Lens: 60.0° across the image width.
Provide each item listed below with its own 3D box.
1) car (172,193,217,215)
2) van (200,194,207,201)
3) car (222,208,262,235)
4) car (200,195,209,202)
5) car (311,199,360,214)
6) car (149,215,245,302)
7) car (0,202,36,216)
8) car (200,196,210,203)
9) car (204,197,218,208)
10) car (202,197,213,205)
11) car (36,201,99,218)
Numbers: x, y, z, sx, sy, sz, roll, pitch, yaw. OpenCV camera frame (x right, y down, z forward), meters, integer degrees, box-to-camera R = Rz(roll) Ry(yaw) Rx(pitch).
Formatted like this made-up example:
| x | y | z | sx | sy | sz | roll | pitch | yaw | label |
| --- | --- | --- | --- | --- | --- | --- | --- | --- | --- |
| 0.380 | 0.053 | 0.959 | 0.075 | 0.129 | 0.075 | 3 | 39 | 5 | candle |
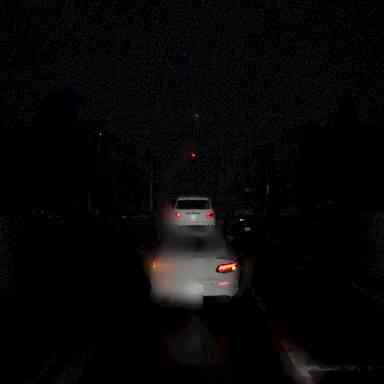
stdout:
| x | y | z | sx | sy | sz | roll | pitch | yaw | label |
| --- | --- | --- | --- | --- | --- | --- | --- | --- | --- |
| 0.089 | 1.226 | 17.913 | 2.150 | 2.045 | 5.566 | 0 | 0 | 1 | car |
| 2.893 | 1.401 | 83.909 | 1.690 | 1.788 | 3.998 | -1 | 0 | 0 | van |
| 2.681 | 1.556 | 18.269 | 2.008 | 1.369 | 4.403 | -1 | 0 | 0 | car |
| 2.877 | 1.495 | 78.377 | 1.967 | 1.590 | 4.097 | -1 | 0 | 0 | car |
| 14.263 | 1.423 | 33.129 | 4.674 | 1.442 | 1.812 | 0 | 1 | -2 | car |
| 0.081 | 1.527 | 8.163 | 1.812 | 1.442 | 4.674 | 0 | 0 | 1 | car |
| -18.089 | 1.709 | 33.243 | 4.718 | 1.301 | 1.895 | 0 | 1 | 0 | car |
| 2.861 | 1.595 | 72.844 | 1.887 | 1.381 | 4.507 | -1 | 0 | 0 | car |
| 2.788 | 1.574 | 50.714 | 1.887 | 1.381 | 4.507 | -1 | 0 | 0 | car |
| 2.825 | 1.622 | 61.779 | 1.802 | 1.307 | 4.206 | -1 | 0 | 0 | car |
| -11.040 | 1.609 | 30.265 | 4.902 | 1.511 | 2.128 | 0 | 1 | 0 | car |
